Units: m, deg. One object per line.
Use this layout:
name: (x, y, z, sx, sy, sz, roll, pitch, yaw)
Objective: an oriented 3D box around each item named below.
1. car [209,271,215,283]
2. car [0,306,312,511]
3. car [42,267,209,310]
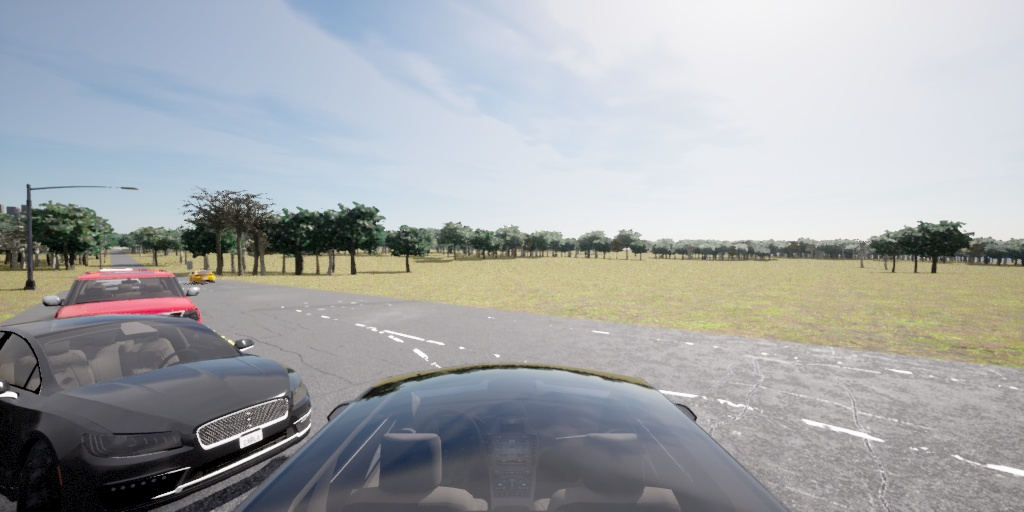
car: (-37.175, 2.443, 42.951, 5.008, 1.535, 1.882, -2, 0, 42)
car: (-4.502, 1.445, 4.019, 4.892, 1.490, 1.837, -3, -3, 22)
car: (-9.341, 1.385, 8.740, 5.566, 2.045, 2.150, -2, 0, 42)
